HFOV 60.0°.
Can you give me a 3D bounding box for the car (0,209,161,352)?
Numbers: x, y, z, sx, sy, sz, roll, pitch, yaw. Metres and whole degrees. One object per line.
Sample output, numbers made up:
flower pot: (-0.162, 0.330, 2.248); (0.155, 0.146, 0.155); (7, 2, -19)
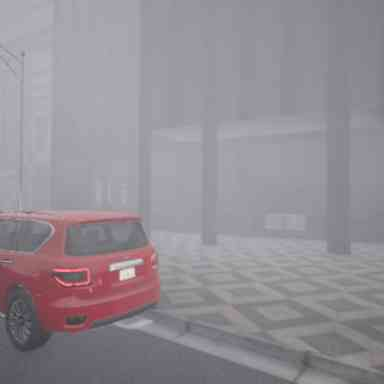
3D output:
car: (-3.135, 1.367, 6.670); (5.566, 2.045, 2.150); (-1, -2, 37)
